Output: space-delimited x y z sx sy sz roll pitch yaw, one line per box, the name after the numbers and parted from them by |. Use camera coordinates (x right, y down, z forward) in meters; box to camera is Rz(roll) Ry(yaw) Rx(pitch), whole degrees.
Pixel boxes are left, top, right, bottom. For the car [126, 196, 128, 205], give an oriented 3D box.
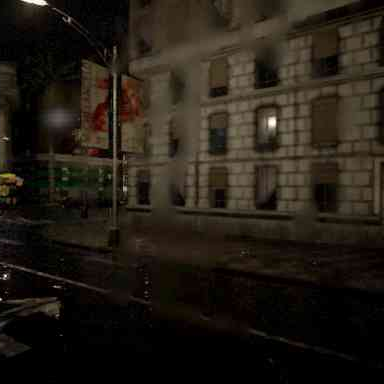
-7.788 0.966 50.237 2.150 2.045 5.566 1 0 38 | car

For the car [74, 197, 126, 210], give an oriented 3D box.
-11.025 1.316 40.072 2.033 1.411 5.357 1 0 36 | car

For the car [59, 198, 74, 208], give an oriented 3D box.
-13.914 1.290 42.048 2.033 1.411 5.357 1 0 36 | car
